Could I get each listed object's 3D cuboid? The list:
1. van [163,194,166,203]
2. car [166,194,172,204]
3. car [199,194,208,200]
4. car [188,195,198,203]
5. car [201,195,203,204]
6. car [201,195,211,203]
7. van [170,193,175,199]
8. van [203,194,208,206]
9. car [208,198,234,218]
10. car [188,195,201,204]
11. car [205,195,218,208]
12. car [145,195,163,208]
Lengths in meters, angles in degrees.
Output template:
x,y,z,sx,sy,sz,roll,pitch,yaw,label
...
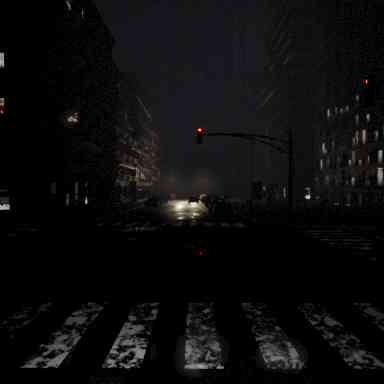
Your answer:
x,y,z,sx,sy,sz,roll,pitch,yaw,label
-5.546,1.287,52.475,1.690,1.788,3.998,-1,0,0,van
-5.508,1.470,63.767,1.887,1.381,4.507,-1,0,0,car
2.944,1.313,86.357,1.967,1.590,4.097,-1,0,0,car
0.241,1.426,71.018,2.128,1.511,4.902,0,0,0,car
2.805,1.490,52.483,1.887,1.381,4.507,-1,0,0,car
2.862,1.353,69.420,1.967,1.590,4.097,-1,0,0,car
-5.476,1.242,75.060,1.690,1.788,3.998,-1,0,0,van
2.785,1.295,46.837,1.690,1.788,3.998,-1,0,0,van
2.736,1.522,29.899,1.887,1.381,4.507,-1,0,0,car
0.285,1.435,60.817,1.837,1.490,4.892,0,0,0,car
2.752,1.410,35.545,1.967,1.590,4.097,-1,0,0,car
-5.559,1.520,46.829,1.947,1.339,4.313,-1,0,0,car
